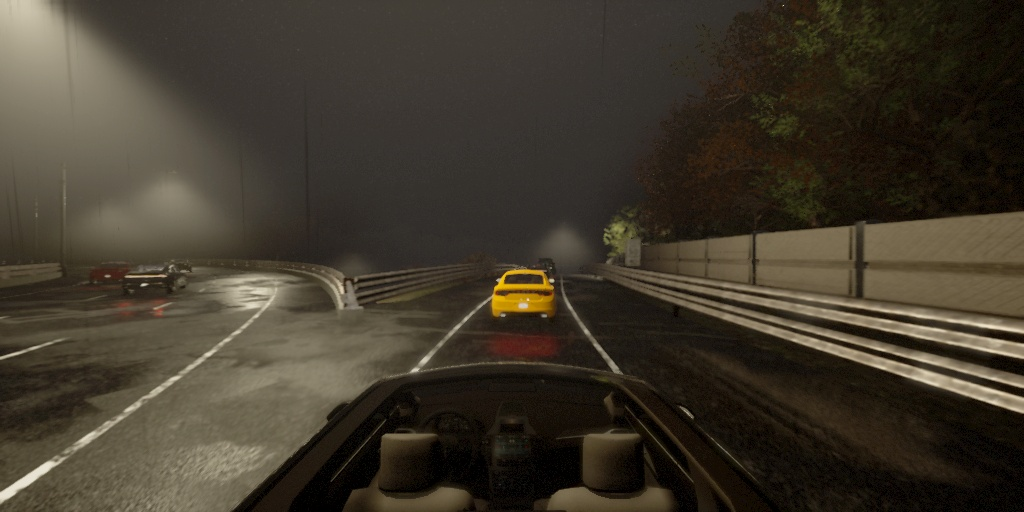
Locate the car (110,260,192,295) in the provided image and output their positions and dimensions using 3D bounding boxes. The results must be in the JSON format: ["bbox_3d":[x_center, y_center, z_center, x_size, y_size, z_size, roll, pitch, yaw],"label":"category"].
[{"bbox_3d":[-18.970,1.178,19.216,2.128,1.511,4.902,0,0,-34],"label":"car"}]

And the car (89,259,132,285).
[{"bbox_3d":[-27.564,1.139,25.011,1.882,1.535,5.008,0,0,-39],"label":"car"}]

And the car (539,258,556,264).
[{"bbox_3d":[4.169,1.265,43.689,2.150,2.045,5.566,0,-2,8],"label":"car"}]

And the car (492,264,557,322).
[{"bbox_3d":[0.447,1.213,12.366,1.882,1.535,5.008,0,0,3],"label":"car"}]

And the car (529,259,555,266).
[{"bbox_3d":[1.940,1.215,26.672,2.128,1.511,4.902,0,0,7],"label":"car"}]
